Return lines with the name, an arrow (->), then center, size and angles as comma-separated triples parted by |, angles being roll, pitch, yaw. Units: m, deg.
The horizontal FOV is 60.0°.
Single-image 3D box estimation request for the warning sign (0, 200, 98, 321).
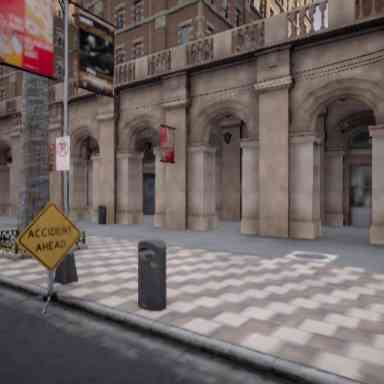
warning sign -> -2.586, 1.099, 6.083 | 1.060, 1.860, 1.300 | 0, 0, 36
